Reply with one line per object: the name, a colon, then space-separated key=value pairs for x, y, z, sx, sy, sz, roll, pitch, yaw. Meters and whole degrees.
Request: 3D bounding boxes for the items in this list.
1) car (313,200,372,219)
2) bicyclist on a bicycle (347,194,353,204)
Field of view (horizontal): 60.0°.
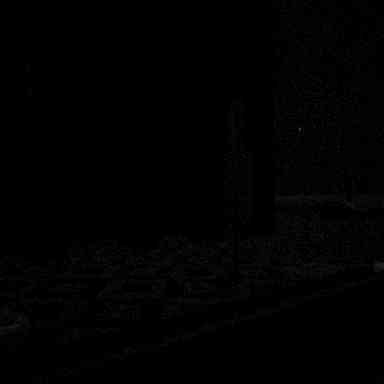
car: x=11.680 y=1.364 z=26.041 sx=2.008 sy=1.369 sz=4.403 roll=1 pitch=0 yaw=-35
bicyclist on a bicycle: x=17.708 y=1.027 z=37.368 sx=1.656 sy=1.620 sz=0.582 roll=0 pitch=1 yaw=-35
